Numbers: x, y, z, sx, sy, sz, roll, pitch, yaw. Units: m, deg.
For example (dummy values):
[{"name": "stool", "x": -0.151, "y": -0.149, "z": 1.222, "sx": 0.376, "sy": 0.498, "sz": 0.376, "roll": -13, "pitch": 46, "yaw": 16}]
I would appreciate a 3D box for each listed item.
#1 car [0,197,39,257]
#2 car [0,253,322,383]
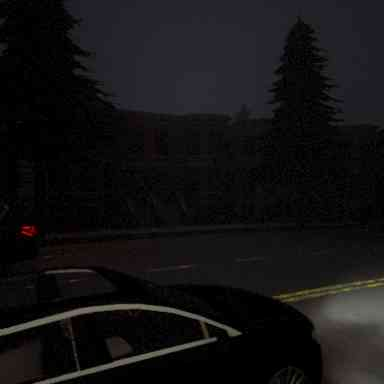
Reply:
[{"name": "car", "x": -6.610, "y": 1.152, "z": 7.711, "sx": 5.566, "sy": 2.045, "sz": 2.150, "roll": 0, "pitch": 0, "yaw": -35}, {"name": "car", "x": -0.881, "y": 1.469, "z": 2.906, "sx": 4.902, "sy": 1.511, "sz": 2.128, "roll": 0, "pitch": 0, "yaw": -34}]
